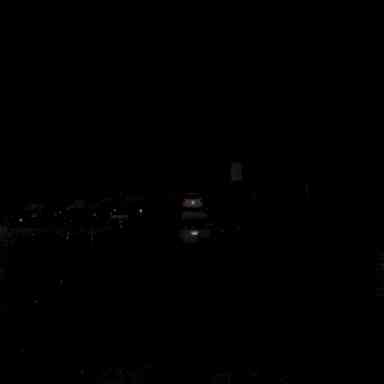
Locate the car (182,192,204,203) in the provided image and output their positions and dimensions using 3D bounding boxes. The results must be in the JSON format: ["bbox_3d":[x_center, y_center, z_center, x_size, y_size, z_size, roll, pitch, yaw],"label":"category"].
[{"bbox_3d":[0.101,1.091,35.725,2.150,2.045,5.566,0,0,0],"label":"car"}]

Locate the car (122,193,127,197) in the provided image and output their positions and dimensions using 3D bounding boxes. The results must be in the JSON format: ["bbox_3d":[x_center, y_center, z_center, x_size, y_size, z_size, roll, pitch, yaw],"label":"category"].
[{"bbox_3d":[-10.510,1.001,52.051,2.097,1.767,4.553,0,1,0],"label":"car"}]

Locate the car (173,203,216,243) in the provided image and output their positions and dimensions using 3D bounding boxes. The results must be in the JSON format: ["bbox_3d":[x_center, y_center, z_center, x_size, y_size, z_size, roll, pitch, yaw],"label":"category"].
[{"bbox_3d":[0.101,1.475,15.751,1.812,1.442,4.674,0,0,0],"label":"car"}]

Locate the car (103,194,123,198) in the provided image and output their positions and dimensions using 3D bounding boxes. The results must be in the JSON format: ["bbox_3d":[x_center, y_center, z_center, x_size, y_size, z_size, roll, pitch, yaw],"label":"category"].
[{"bbox_3d":[-10.498,1.285,41.861,1.882,1.535,5.008,0,1,0],"label":"car"}]

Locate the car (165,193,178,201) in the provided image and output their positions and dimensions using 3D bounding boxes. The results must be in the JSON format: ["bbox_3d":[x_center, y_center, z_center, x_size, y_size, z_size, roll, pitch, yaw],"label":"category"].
[{"bbox_3d":[-3.918,0.936,63.755,2.033,1.411,5.357,0,1,-8],"label":"car"}]

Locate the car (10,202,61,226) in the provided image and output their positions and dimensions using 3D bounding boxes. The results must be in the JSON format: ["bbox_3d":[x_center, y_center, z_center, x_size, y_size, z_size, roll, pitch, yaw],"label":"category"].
[{"bbox_3d":[-10.582,1.453,22.888,1.812,1.442,4.674,0,0,0],"label":"car"}]

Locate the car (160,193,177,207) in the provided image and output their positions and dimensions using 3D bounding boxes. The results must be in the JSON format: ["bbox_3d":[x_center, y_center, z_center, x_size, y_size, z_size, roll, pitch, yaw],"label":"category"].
[{"bbox_3d":[-3.401,1.273,46.282,1.812,1.442,4.674,0,1,0],"label":"car"}]

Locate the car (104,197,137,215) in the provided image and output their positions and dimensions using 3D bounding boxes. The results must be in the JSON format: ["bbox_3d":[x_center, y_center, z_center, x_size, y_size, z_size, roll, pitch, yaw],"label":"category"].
[{"bbox_3d":[-7.024,1.455,32.503,1.994,1.385,4.181,0,0,1],"label":"car"}]

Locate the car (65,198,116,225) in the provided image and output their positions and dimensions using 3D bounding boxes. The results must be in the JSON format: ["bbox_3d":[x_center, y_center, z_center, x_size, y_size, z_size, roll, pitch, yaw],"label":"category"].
[{"bbox_3d":[-7.078,1.403,23.516,1.882,1.535,5.008,0,0,0],"label":"car"}]

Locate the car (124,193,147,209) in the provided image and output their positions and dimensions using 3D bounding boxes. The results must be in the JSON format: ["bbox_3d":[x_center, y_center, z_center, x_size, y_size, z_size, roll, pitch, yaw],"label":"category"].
[{"bbox_3d":[-6.998,1.271,42.968,1.882,1.535,5.008,0,1,0],"label":"car"}]

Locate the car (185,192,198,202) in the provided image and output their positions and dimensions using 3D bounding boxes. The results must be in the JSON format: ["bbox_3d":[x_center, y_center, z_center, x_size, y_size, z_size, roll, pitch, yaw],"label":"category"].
[{"bbox_3d":[-0.195,0.843,59.527,2.097,1.767,4.553,0,1,-2],"label":"car"}]

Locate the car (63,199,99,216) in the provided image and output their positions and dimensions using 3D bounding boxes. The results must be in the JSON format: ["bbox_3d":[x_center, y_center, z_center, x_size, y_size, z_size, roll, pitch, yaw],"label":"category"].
[{"bbox_3d":[-10.531,1.419,31.977,1.812,1.442,4.674,0,0,1],"label":"car"}]
